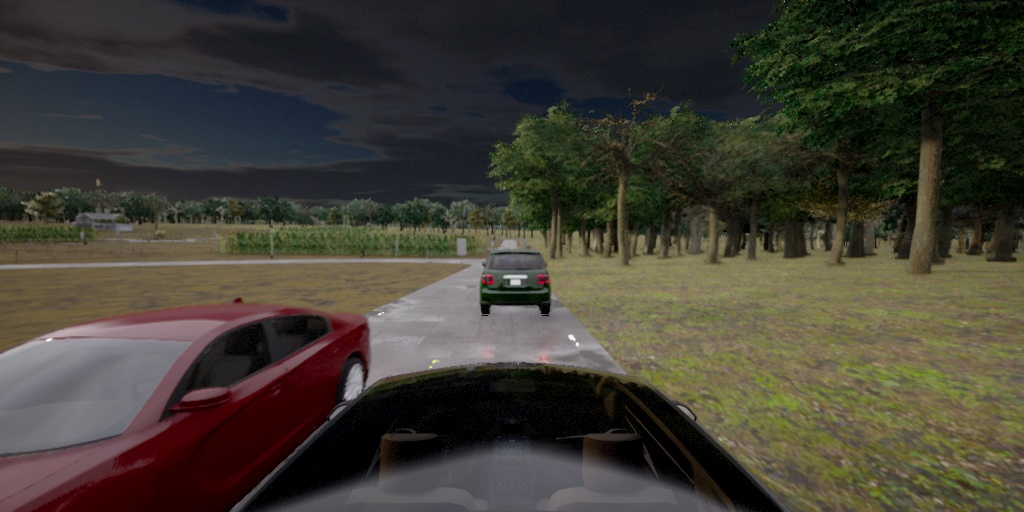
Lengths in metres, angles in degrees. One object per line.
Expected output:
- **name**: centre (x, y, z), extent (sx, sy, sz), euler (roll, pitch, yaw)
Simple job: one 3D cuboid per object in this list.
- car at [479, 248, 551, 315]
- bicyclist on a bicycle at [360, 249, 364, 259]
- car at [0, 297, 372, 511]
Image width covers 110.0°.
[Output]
- **car**: centre (0.100, 0.768, 12.654), extent (2.150, 2.045, 5.566), euler (0, 1, 0)
- **bicyclist on a bicycle**: centre (-23.453, -0.372, 56.175), extent (0.582, 1.620, 1.656), euler (0, 2, -11)
- **car**: centre (-2.851, 1.207, 2.908), extent (1.882, 1.535, 5.008), euler (0, 1, 0)
